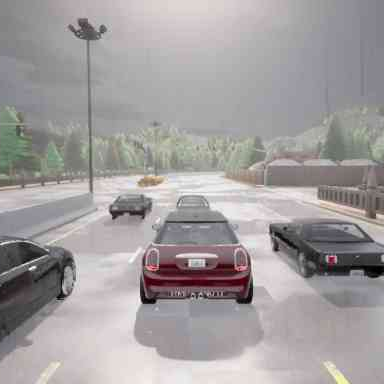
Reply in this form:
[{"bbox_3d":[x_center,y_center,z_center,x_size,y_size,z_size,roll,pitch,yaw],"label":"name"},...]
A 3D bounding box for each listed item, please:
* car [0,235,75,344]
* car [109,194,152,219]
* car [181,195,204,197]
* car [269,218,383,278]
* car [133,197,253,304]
[{"bbox_3d":[-3.413,1.434,5.252,1.837,1.490,4.892,0,2,0],"label":"car"},{"bbox_3d":[-3.479,0.743,19.790,1.895,1.301,4.718,0,4,0],"label":"car"},{"bbox_3d":[0.035,0.859,17.367,2.033,1.411,5.357,0,4,0],"label":"car"},{"bbox_3d":[3.571,1.382,9.431,1.895,1.301,4.718,0,2,0],"label":"car"},{"bbox_3d":[0.077,1.191,7.985,2.097,1.767,4.553,0,2,0],"label":"car"}]
